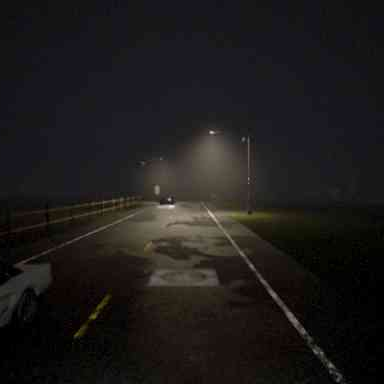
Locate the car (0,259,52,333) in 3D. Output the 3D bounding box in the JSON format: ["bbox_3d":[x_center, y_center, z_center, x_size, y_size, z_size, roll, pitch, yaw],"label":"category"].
[{"bbox_3d":[-3.599,1.573,4.109,1.895,1.301,4.718,0,0,0],"label":"car"}]

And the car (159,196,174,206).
[{"bbox_3d":[-3.567,1.260,47.307,1.994,1.385,4.181,0,0,0],"label":"car"}]
